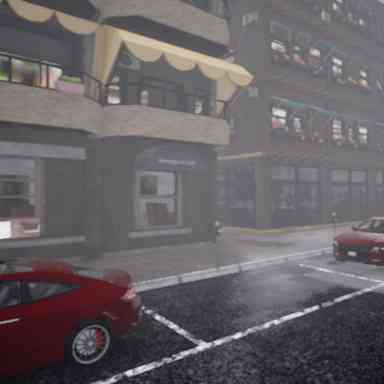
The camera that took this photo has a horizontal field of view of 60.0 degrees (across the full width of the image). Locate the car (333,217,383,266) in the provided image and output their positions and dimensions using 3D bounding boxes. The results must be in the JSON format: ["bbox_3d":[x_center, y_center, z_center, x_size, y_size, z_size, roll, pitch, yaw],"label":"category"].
[{"bbox_3d":[6.317,1.472,10.632,4.507,1.381,1.887,0,1,-36],"label":"car"}]

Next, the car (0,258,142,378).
[{"bbox_3d":[-2.680,1.582,4.180,4.206,1.307,1.802,0,1,-36],"label":"car"}]
